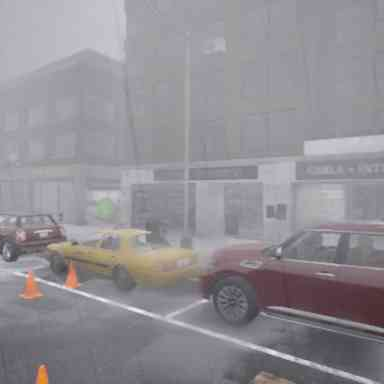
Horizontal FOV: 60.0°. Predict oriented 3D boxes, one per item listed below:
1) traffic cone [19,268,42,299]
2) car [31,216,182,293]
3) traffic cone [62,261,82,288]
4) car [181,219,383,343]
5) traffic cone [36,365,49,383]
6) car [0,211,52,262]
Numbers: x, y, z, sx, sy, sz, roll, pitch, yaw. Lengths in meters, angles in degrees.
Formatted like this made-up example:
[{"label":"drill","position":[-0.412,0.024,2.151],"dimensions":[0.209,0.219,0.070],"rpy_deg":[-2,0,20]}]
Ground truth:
[{"label":"traffic cone","position":[-3.462,1.934,7.152],"dimensions":[0.340,0.580,0.340],"rpy_deg":[1,0,36]},{"label":"car","position":[-2.060,1.525,8.774],"dimensions":[4.829,1.417,1.752],"rpy_deg":[1,0,36]},{"label":"traffic cone","position":[-2.868,1.943,7.957],"dimensions":[0.340,0.580,0.340],"rpy_deg":[1,0,36]},{"label":"car","position":[2.525,1.362,5.395],"dimensions":[5.009,1.841,2.192],"rpy_deg":[1,0,36]},{"label":"traffic cone","position":[-1.430,1.950,3.169],"dimensions":[0.340,0.580,0.340],"rpy_deg":[1,0,36]},{"label":"car","position":[-6.367,1.395,11.951],"dimensions":[4.097,1.590,1.967],"rpy_deg":[1,0,36]}]
